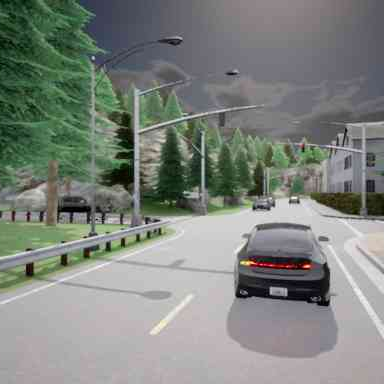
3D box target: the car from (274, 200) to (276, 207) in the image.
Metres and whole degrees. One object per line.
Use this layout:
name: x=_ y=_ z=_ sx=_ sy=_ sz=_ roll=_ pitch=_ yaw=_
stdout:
car: x=11.641 y=1.561 z=50.614 sx=1.994 sy=1.385 sz=4.181 roll=0 pitch=0 yaw=17

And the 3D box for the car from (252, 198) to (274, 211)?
car: x=8.644 y=1.562 z=41.073 sx=1.994 sy=1.385 sz=4.181 roll=0 pitch=0 yaw=17

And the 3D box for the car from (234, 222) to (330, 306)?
car: x=2.237 y=1.504 z=8.165 sx=1.837 sy=1.490 sz=4.892 roll=0 pitch=0 yaw=17

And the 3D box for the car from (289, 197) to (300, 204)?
car: x=19.234 y=1.561 z=62.531 sx=1.994 sy=1.385 sz=4.181 roll=0 pitch=0 yaw=17

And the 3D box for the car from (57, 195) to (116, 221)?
car: x=-8.951 y=1.235 z=26.980 sx=5.566 sy=2.045 sz=2.150 roll=0 pitch=0 yaw=17
